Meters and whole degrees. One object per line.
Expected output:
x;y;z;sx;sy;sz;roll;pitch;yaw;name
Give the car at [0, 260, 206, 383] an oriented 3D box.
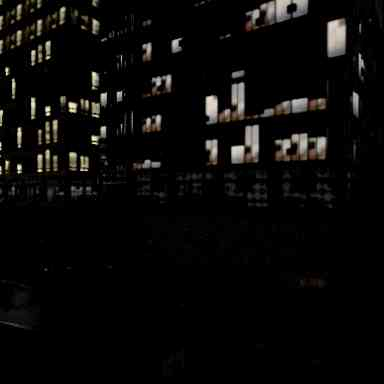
-1.849;1.560;4.188;4.313;1.339;1.947;0;0;35;car
